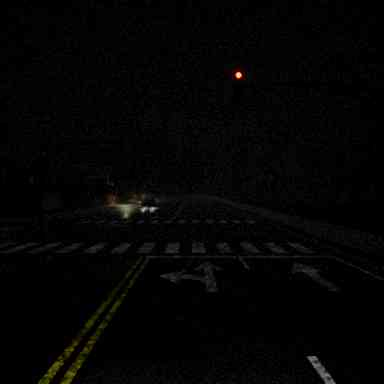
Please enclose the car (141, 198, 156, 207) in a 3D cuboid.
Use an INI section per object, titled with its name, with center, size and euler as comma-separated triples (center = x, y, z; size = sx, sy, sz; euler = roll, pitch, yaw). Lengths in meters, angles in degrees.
[car]
center = -6.412, 1.546, 49.714
size = 2.033, 1.411, 5.357
euler = 0, 0, 0
